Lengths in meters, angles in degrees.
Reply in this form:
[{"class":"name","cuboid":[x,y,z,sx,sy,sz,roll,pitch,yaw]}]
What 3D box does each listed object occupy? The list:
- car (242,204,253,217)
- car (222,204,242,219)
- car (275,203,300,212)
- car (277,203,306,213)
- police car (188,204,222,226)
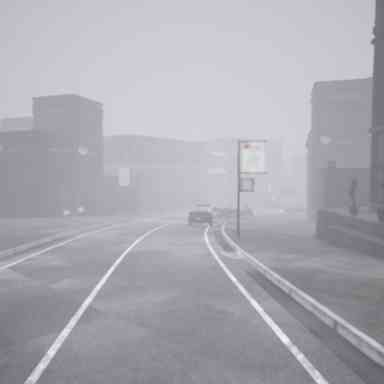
[{"class":"car","cuboid":[6.148,2.273,41.587,1.812,1.442,4.674,2,0,29]},{"class":"car","cuboid":[3.686,2.089,36.468,1.882,1.535,5.008,1,-1,22]},{"class":"car","cuboid":[17.500,2.801,60.896,4.181,1.385,1.994,3,1,-36]},{"class":"car","cuboid":[17.490,2.863,56.603,5.357,1.411,2.033,3,1,-39]},{"class":"police car","cuboid":[0.994,1.844,27.508,1.930,1.638,5.238,1,-1,11]}]
